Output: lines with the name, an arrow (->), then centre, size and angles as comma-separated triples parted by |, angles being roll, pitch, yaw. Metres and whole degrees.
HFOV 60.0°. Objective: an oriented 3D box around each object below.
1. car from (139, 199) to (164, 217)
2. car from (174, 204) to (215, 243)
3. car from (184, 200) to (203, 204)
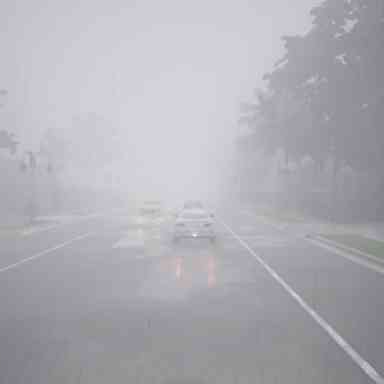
car -> -3.579, 1.389, 30.062 | 1.882, 1.535, 5.008 | 0, 0, 0
car -> 0.110, 1.503, 15.942 | 1.812, 1.442, 4.674 | 0, 0, 0
car -> 0.120, 1.454, 33.487 | 1.994, 1.385, 4.181 | 0, 0, 0
